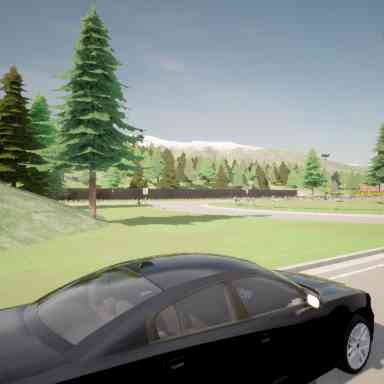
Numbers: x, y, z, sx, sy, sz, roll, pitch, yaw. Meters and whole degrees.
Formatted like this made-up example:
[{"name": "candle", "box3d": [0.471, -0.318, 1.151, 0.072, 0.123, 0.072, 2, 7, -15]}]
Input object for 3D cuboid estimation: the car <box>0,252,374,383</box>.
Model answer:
[{"name": "car", "box3d": [0.212, 1.478, 3.905, 5.008, 1.535, 1.882, 0, 0, -36]}]
